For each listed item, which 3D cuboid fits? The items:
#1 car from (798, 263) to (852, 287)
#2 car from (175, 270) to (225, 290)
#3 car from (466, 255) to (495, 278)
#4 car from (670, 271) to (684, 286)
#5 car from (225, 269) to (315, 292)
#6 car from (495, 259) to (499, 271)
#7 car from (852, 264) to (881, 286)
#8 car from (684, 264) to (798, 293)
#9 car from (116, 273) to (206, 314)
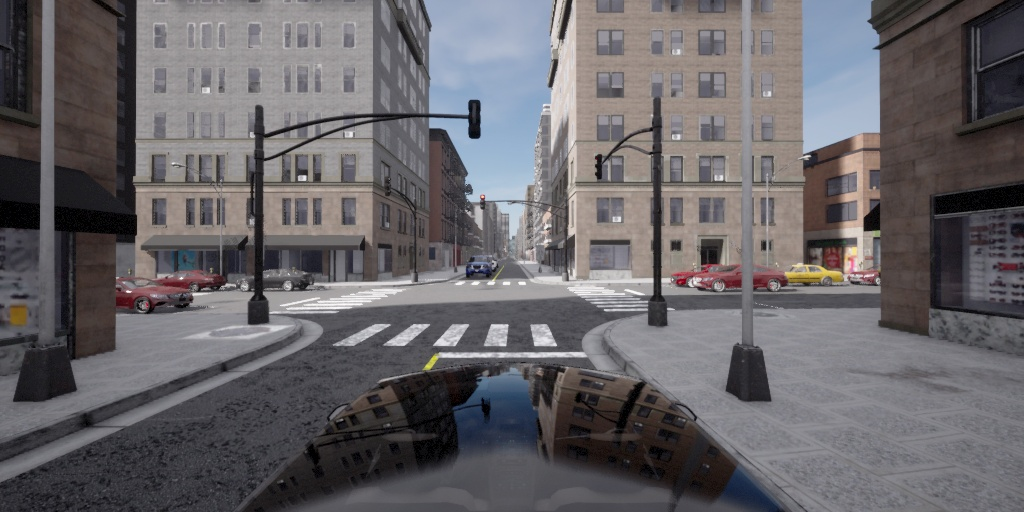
[{"bbox_3d":[17.452,1.117,22.004,4.829,1.417,1.751,0,0,0],"label":"car"},{"bbox_3d":[-20.161,1.545,22.244,4.207,1.307,1.802,0,0,0],"label":"car"},{"bbox_3d":[-3.120,0.960,34.684,2.150,2.045,5.566,0,0,0],"label":"car"},{"bbox_3d":[12.130,1.190,22.039,4.507,1.381,1.888,0,0,0],"label":"car"},{"bbox_3d":[-14.633,1.458,22.209,4.403,1.370,2.007,0,0,0],"label":"car"},{"bbox_3d":[-3.126,0.943,44.896,2.150,2.045,5.566,0,0,0],"label":"car"},{"bbox_3d":[23.116,1.121,21.968,4.207,1.307,1.802,0,0,0],"label":"car"},{"bbox_3d":[12.186,1.157,19.283,4.674,1.442,1.812,-1,0,1],"label":"car"},{"bbox_3d":[-14.661,1.451,13.683,4.207,1.307,1.802,0,0,0],"label":"car"}]
